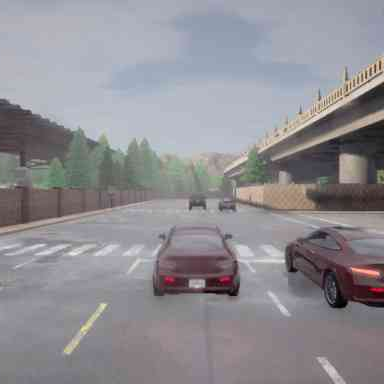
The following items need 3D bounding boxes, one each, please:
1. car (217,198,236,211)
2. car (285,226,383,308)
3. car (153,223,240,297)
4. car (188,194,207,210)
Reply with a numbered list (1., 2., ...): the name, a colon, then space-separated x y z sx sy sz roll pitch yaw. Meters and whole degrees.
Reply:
1. car: 4.169 1.502 40.239 2.128 1.511 4.902 0 0 1
2. car: 3.596 1.528 7.769 1.812 1.442 4.674 0 0 0
3. car: 0.094 1.528 8.477 1.812 1.442 4.674 0 0 0
4. car: 0.730 1.233 43.480 2.150 2.045 5.566 0 0 1
